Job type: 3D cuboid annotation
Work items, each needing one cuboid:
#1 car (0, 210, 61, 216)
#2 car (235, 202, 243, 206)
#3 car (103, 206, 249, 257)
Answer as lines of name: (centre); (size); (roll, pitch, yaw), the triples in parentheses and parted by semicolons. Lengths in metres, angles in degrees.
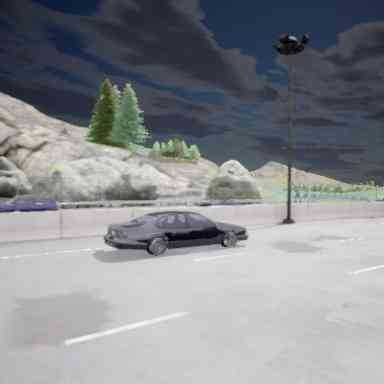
car: (-11.057, 1.005, 21.783); (4.553, 1.767, 2.097); (0, 1, -34)
car: (2.147, 1.275, 26.081); (4.181, 1.385, 1.994); (0, 1, -30)
car: (-0.445, 1.396, 12.269); (5.357, 1.411, 2.033); (0, 1, -32)
